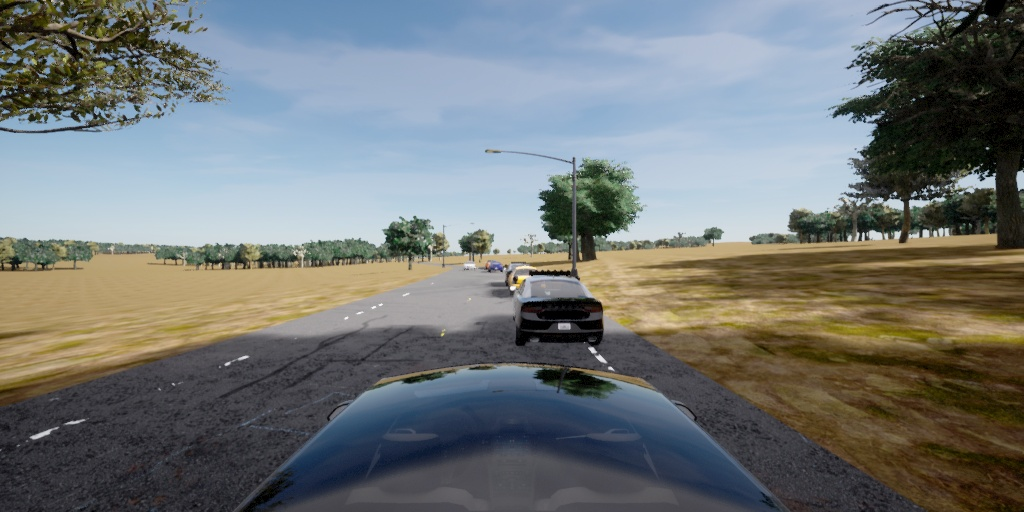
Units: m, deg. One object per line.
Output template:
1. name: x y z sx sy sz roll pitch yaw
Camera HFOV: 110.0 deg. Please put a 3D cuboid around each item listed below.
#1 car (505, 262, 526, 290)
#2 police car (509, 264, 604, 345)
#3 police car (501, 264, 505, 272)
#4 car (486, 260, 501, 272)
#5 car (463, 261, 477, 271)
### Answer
1. car: 0.717 1.237 19.773 1.801 1.575 5.366 0 0 -2
2. police car: 0.989 1.187 9.638 1.930 1.638 5.238 0 0 -1
3. police car: 0.460 1.219 25.722 1.930 1.638 5.238 0 0 -3
4. car: -2.215 1.442 48.310 1.812 1.442 4.674 0 -1 -5
5. car: -6.452 1.515 54.560 1.812 1.442 4.674 0 -1 -6
